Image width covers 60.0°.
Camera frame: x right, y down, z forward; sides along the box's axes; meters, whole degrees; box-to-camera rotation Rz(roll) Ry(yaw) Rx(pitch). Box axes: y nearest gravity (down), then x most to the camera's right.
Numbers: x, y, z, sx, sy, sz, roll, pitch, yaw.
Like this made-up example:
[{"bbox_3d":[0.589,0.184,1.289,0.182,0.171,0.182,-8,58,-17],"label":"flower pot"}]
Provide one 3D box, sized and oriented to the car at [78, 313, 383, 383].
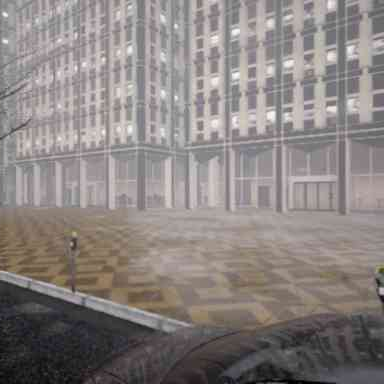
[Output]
[{"bbox_3d":[1.026,1.566,2.144,4.313,1.339,1.947,0,0,35],"label":"car"}]
